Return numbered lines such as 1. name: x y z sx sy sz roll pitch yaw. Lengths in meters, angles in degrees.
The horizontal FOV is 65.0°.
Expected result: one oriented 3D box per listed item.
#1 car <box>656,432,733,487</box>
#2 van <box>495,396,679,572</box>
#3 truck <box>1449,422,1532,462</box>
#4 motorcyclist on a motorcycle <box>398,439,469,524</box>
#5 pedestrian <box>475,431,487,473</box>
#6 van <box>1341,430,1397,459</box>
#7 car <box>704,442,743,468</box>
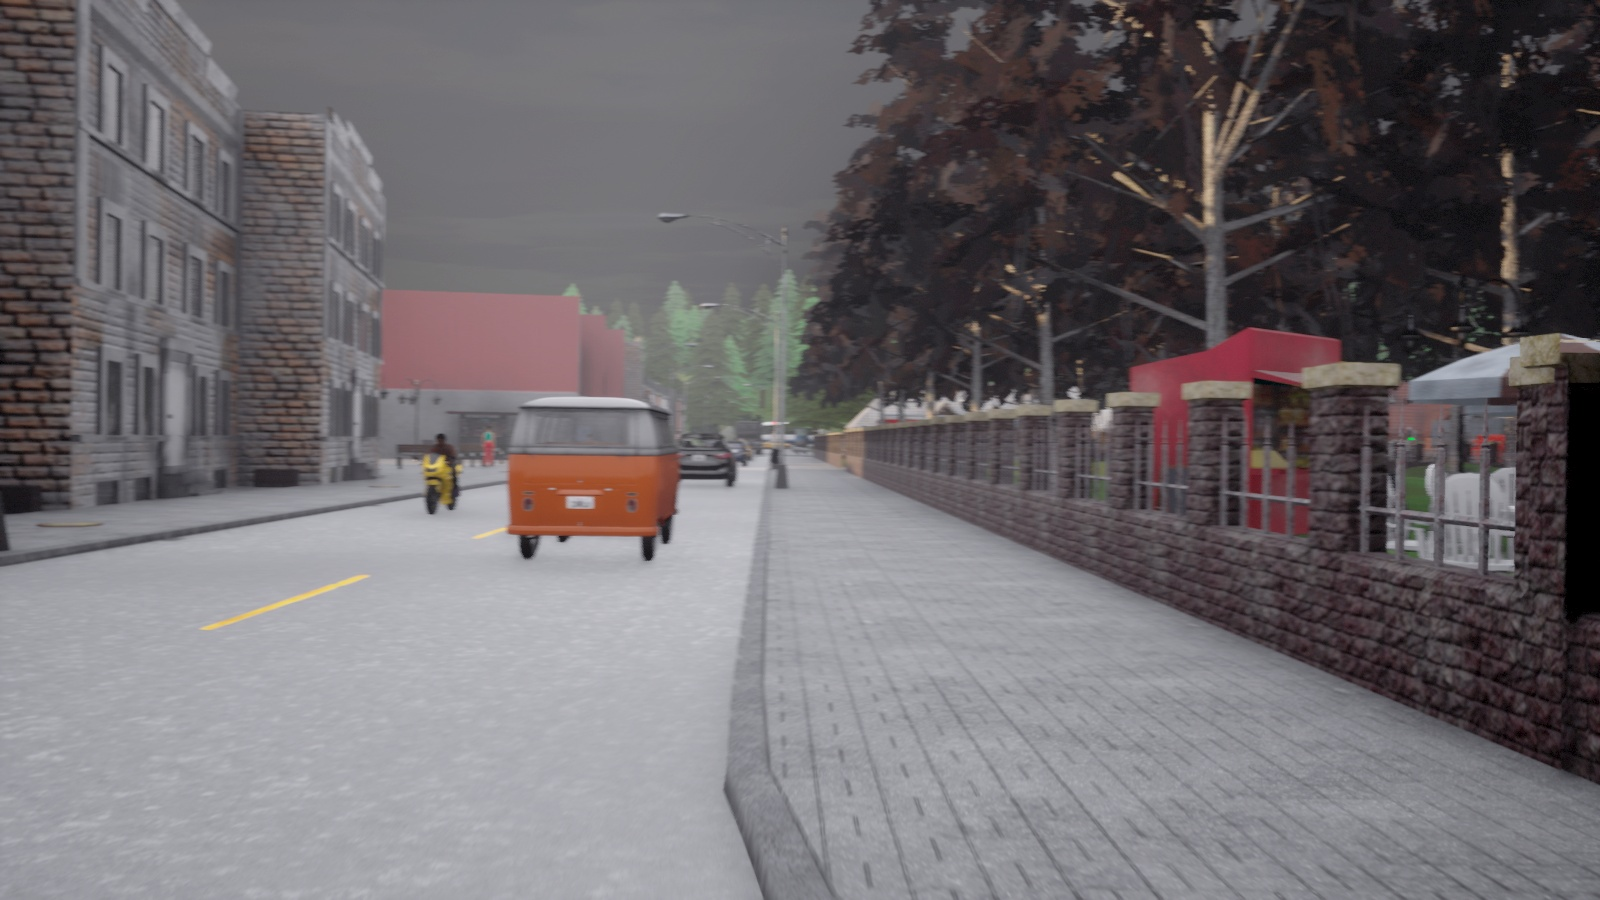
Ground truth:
1. car: -3.378 0.272 41.036 2.242 1.667 4.611 0 0 -2
2. van: -2.638 0.369 16.495 1.775 1.987 4.442 0 0 -2
3. truck: 44.675 -0.576 81.391 2.627 2.467 5.204 0 1 1
4. motorcyclist on a motorcycle: -6.851 0.562 23.574 0.797 1.523 2.044 0 0 -2
5. pedestrian: -13.970 0.075 55.016 0.345 1.836 0.594 0 0 1
6. van: 40.495 -0.394 89.510 1.775 1.987 4.442 0 0 -3
7. car: -4.232 0.251 70.238 2.033 1.411 5.357 0 0 -2
